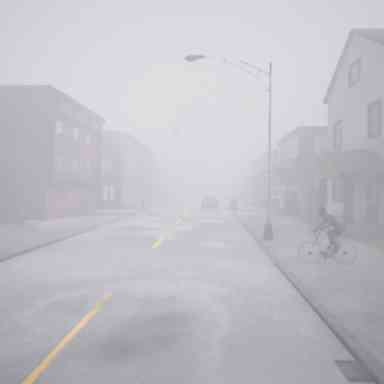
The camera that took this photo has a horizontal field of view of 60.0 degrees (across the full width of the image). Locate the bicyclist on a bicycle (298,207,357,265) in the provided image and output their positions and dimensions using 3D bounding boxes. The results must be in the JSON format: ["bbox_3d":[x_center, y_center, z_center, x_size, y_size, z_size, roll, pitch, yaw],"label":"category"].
[{"bbox_3d":[3.824,1.263,9.381,1.656,1.620,0.582,1,1,3],"label":"bicyclist on a bicycle"}]

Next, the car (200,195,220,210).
[{"bbox_3d":[1.929,1.072,35.416,2.128,1.511,4.902,1,1,3],"label":"car"}]

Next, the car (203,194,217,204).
[{"bbox_3d":[2.651,1.021,48.894,1.895,1.301,4.718,1,1,3],"label":"car"}]
